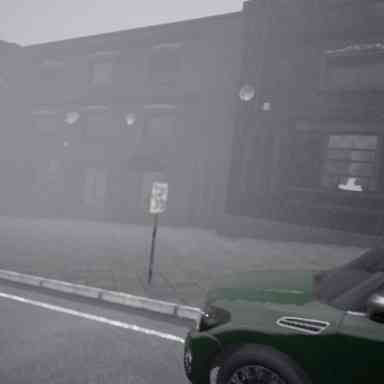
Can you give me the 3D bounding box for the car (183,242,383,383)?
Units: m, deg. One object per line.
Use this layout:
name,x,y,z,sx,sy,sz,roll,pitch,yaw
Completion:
car,2.658,1.381,3.127,5.566,2.045,2.150,0,-2,28
